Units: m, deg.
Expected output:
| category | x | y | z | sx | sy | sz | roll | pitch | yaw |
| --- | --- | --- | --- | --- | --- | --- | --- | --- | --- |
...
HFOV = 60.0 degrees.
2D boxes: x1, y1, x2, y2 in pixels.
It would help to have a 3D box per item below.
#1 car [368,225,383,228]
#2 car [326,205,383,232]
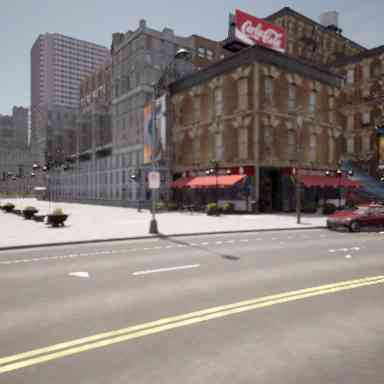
| category | x | y | z | sx | sy | sz | roll | pitch | yaw |
| --- | --- | --- | --- | --- | --- | --- | --- | --- | --- |
| car | 6.329 | 1.483 | 7.044 | 4.892 | 1.490 | 1.837 | 0 | 0 | -23 |
| car | 10.067 | 1.461 | 19.248 | 4.674 | 1.452 | 2.002 | 0 | 0 | -17 |
